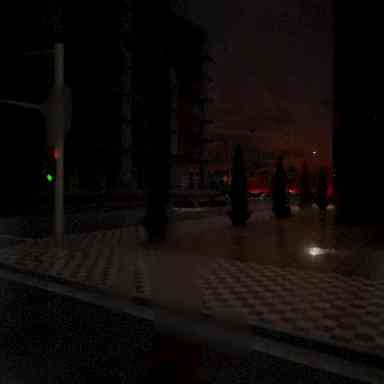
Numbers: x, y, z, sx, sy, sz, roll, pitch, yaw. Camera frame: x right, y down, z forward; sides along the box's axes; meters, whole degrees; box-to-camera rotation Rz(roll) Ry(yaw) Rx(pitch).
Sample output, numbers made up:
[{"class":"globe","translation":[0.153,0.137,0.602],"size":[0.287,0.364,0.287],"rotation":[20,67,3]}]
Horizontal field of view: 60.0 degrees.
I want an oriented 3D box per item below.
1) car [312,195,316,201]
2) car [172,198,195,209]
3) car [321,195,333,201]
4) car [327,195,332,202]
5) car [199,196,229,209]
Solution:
[{"class":"car","translation":[28.554,1.450,76.513],"size":[1.882,1.535,5.008],"rotation":[0,0,35]},{"class":"car","translation":[-1.330,1.533,45.954],"size":[1.994,1.385,4.181],"rotation":[0,0,35]},{"class":"car","translation":[34.504,1.399,85.068],"size":[1.812,1.442,4.674],"rotation":[0,0,35]},{"class":"car","translation":[31.665,1.529,74.856],"size":[1.994,1.385,4.181],"rotation":[0,0,35]},{"class":"car","translation":[2.871,1.575,45.853],"size":[1.895,1.301,4.718],"rotation":[0,0,35]}]
